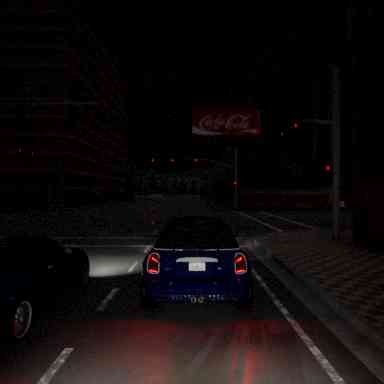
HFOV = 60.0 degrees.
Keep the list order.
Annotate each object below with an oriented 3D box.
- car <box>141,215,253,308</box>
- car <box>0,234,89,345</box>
[{"bbox_3d":[0.086,1.352,8.058,2.097,1.767,4.553,0,0,0],"label":"car"},{"bbox_3d":[-3.420,1.526,6.263,1.812,1.442,4.674,0,0,0],"label":"car"}]
